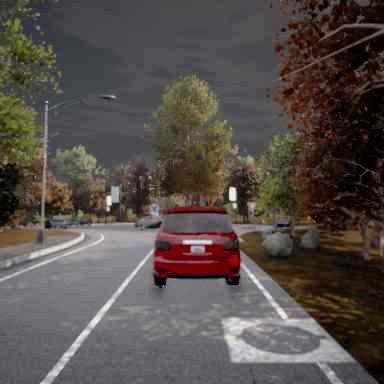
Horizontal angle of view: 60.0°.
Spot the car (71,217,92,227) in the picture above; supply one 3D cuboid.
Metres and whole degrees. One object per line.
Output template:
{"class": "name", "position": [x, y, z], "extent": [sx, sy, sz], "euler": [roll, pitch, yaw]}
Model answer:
{"class": "car", "position": [-18.736, 4.979, 55.594], "extent": [2.128, 1.511, 4.902], "euler": [-2, -5, 20]}

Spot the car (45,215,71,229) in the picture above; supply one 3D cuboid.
{"class": "car", "position": [-16.982, 3.720, 41.604], "extent": [2.097, 1.767, 4.553], "euler": [3, -5, -29]}

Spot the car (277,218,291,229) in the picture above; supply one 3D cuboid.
{"class": "car", "position": [12.605, 4.164, 44.730], "extent": [2.033, 1.411, 5.357], "euler": [-2, -5, 21]}

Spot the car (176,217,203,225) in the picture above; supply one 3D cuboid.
{"class": "car", "position": [-0.443, 5.777, 66.407], "extent": [4.902, 1.511, 2.128], "euler": [0, -5, 12]}

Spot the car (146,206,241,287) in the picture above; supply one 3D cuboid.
{"class": "car", "position": [0.111, 1.440, 10.062], "extent": [2.150, 2.045, 5.566], "euler": [0, -2, 0]}

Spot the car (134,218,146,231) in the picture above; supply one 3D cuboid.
{"class": "car", "position": [-3.425, 3.251, 33.984], "extent": [4.902, 1.511, 2.128], "euler": [-1, -5, 5]}
